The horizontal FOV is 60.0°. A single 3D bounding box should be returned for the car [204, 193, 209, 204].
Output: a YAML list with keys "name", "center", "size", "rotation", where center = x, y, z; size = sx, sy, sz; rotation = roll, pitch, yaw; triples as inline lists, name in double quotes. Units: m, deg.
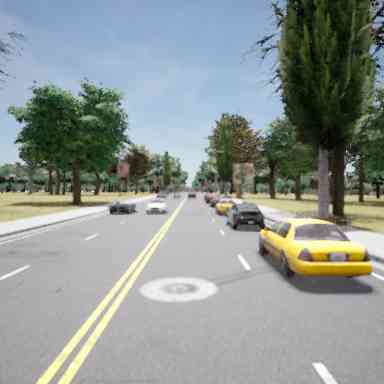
- name: "car"
  center: [3.262, 1.090, 53.806]
  size: [2.163, 1.488, 4.792]
  rotation: [0, 1, 0]

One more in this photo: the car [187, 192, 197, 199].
- name: "car"
  center: [0.018, 0.687, 73.898]
  size: [1.882, 1.535, 5.008]
  rotation: [0, 1, 0]

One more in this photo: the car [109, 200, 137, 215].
- name: "car"
  center: [-6.589, 1.436, 31.948]
  size: [1.895, 1.301, 4.718]
  rotation: [0, 1, 0]

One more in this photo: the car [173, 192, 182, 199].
- name: "car"
  center: [-3.234, 0.775, 73.221]
  size: [2.128, 1.511, 4.902]
  rotation: [0, 1, 0]

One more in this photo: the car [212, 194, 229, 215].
- name: "car"
  center: [3.258, 1.291, 31.969]
  size: [1.801, 1.575, 5.366]
  rotation: [0, 1, 0]

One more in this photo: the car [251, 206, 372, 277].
- name: "car"
  center: [3.252, 1.415, 9.972]
  size: [1.801, 1.575, 5.366]
  rotation: [0, 0, 0]

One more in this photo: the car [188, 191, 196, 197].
- name: "car"
  center: [0.021, 0.566, 91.825]
  size: [2.033, 1.411, 5.357]
  rotation: [0, 1, 0]

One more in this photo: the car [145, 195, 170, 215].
- name: "car"
  center: [-3.343, 1.356, 32.447]
  size: [1.812, 1.442, 4.674]
  rotation: [0, 1, 0]

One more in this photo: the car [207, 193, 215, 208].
- name: "car"
  center: [3.260, 1.249, 42.776]
  size: [1.812, 1.442, 4.674]
  rotation: [0, 1, 0]

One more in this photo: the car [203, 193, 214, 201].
- name: "car"
  center: [3.265, 0.929, 64.776]
  size: [1.882, 1.535, 5.008]
  rotation: [0, 1, 0]

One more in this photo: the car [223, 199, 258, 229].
- name: "car"
  center: [3.255, 1.415, 20.781]
  size: [1.837, 1.490, 4.892]
  rotation: [0, 0, 0]

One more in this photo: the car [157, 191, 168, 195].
- name: "car"
  center: [-6.483, 0.625, 72.833]
  size: [2.097, 1.767, 4.553]
  rotation: [0, 1, 0]
